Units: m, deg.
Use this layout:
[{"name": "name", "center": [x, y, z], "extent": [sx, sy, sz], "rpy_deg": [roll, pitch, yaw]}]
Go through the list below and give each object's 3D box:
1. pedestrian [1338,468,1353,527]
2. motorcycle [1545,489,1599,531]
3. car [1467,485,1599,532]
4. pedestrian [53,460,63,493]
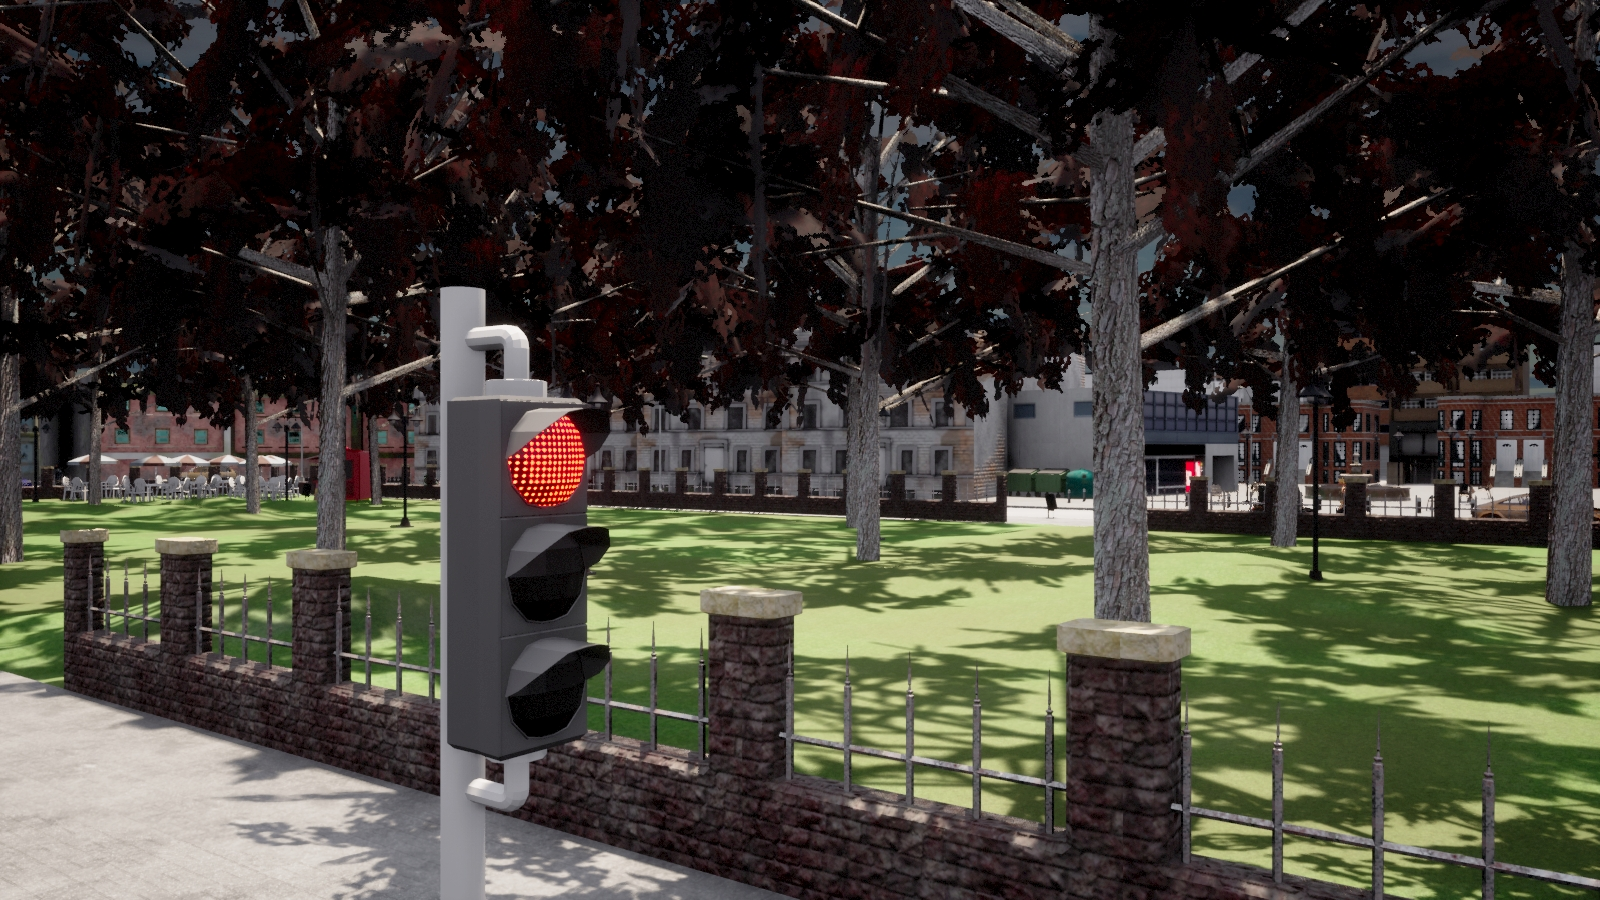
[{"name": "pedestrian", "center": [17.536, 1.523, 36.716], "extent": [0.375, 1.860, 0.375], "rpy_deg": [0, 0, 36]}, {"name": "motorcycle", "center": [25.489, 1.950, 36.881], "extent": [2.356, 1.277, 0.764], "rpy_deg": [0, 0, 36]}, {"name": "car", "center": [24.491, 1.899, 37.604], "extent": [4.181, 1.385, 1.994], "rpy_deg": [0, 0, 37]}, {"name": "pedestrian", "center": [-42.644, 1.525, 65.645], "extent": [0.375, 1.860, 0.375], "rpy_deg": [0, 0, 34]}]
